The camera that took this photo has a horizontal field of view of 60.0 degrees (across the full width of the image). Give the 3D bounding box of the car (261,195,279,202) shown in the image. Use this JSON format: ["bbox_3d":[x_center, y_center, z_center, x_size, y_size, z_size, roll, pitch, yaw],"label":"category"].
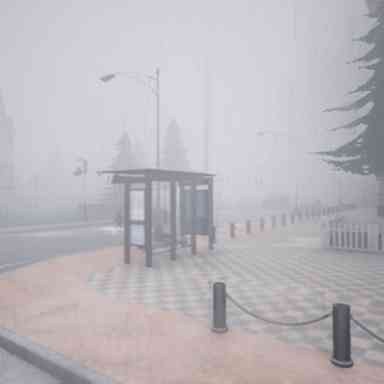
[{"bbox_3d":[18.444,1.520,78.379,3.633,1.501,1.845,0,0,35],"label":"car"}]

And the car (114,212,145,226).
[{"bbox_3d":[-3.414,1.628,23.266,1.994,1.385,4.181,0,0,35],"label":"car"}]

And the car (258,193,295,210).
[{"bbox_3d":[11.276,1.286,44.095,2.150,2.045,5.566,0,0,36],"label":"car"}]

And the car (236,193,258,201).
[{"bbox_3d":[14.084,1.567,85.082,3.806,1.475,1.970,0,0,35],"label":"car"}]

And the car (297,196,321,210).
[{"bbox_3d":[15.779,1.571,44.212,1.812,1.442,4.674,0,0,35],"label":"car"}]
